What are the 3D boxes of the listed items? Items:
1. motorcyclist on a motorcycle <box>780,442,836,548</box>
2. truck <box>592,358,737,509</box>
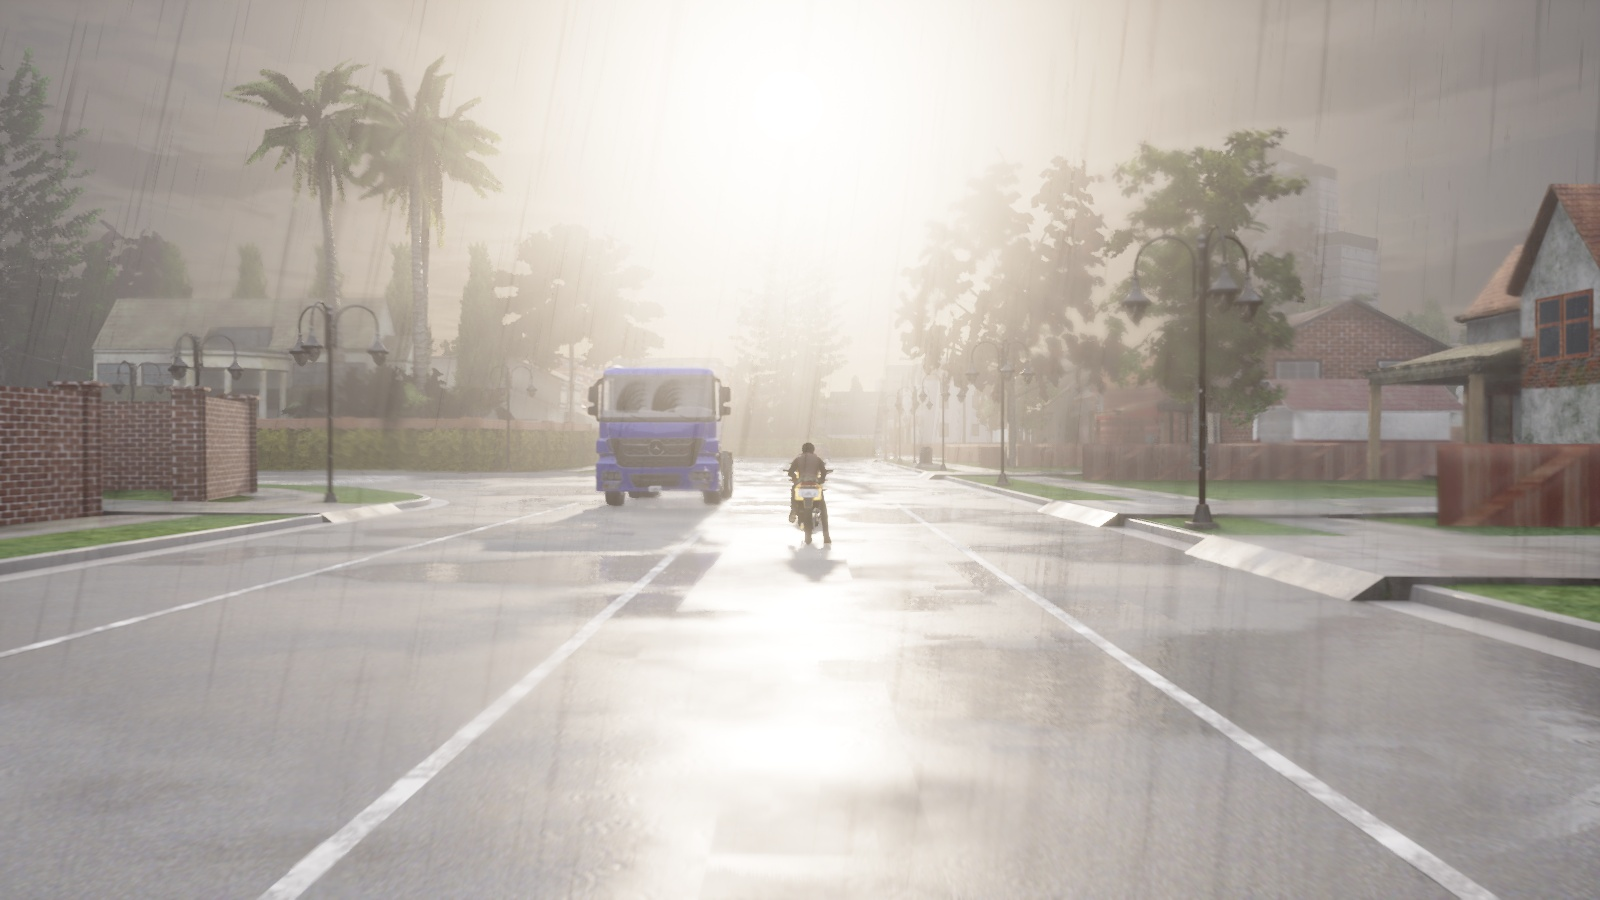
[{"bbox_3d":[0.119,0.636,18.973,0.797,1.523,2.044,0,0,0],"label":"motorcyclist on a motorcycle"},{"bbox_3d":[-3.308,-0.399,32.786,2.891,3.462,7.936,0,0,0],"label":"truck"}]
